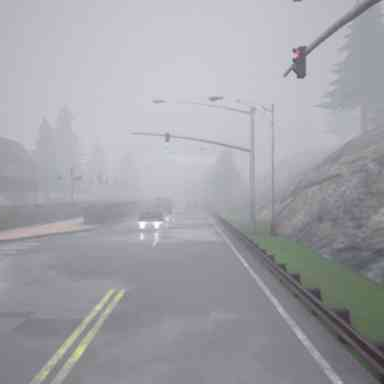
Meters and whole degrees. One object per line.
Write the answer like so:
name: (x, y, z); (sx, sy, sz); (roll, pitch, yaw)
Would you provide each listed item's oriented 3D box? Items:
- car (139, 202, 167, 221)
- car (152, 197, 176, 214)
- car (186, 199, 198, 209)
car: (-3.602, 1.851, 30.360); (1.994, 1.385, 4.181); (0, -1, -1)
car: (-3.589, 1.608, 41.010); (2.150, 2.045, 5.566); (0, -1, 0)
car: (-0.002, 1.882, 56.212); (2.097, 1.767, 4.553); (0, -1, 0)
